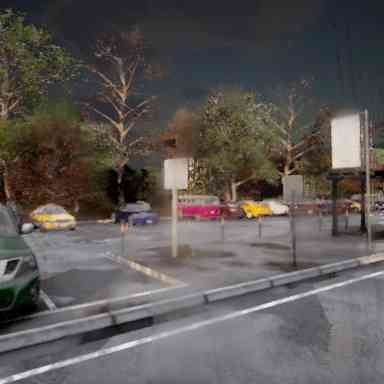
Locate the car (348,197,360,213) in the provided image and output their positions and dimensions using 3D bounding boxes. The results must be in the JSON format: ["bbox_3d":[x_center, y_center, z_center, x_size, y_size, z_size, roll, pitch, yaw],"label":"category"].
[{"bbox_3d":[16.139,1.582,38.265,2.163,1.488,4.792,0,0,-36],"label":"car"}]

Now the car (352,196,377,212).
[{"bbox_3d":[18.522,1.556,39.703,1.946,1.575,5.366,0,0,-36],"label":"car"}]

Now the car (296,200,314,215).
[{"bbox_3d":[9.365,1.409,33.425,2.185,1.767,4.553,0,0,-36],"label":"car"}]

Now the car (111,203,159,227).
[{"bbox_3d":[-4.148,1.534,23.691,2.163,1.488,4.792,0,0,-36],"label":"car"}]

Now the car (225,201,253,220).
[{"bbox_3d":[2.610,1.559,28.554,2.002,1.452,4.674,0,0,-36],"label":"car"}]

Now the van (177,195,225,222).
[{"bbox_3d":[0.283,1.288,27.038,1.878,1.987,4.442,0,0,-36],"label":"van"}]

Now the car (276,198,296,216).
[{"bbox_3d":[7.127,1.569,31.784,2.002,1.452,4.674,0,0,-36],"label":"car"}]

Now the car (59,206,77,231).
[{"bbox_3d":[-8.573,1.492,20.335,1.946,1.575,5.366,0,0,-36],"label":"car"}]

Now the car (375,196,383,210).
[{"bbox_3d":[20.656,1.595,41.493,2.163,1.488,4.792,0,0,-36],"label":"car"}]

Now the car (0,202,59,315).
[{"bbox_3d":[-4.866,1.235,7.101,2.435,2.045,5.566,0,0,-36],"label":"car"}]

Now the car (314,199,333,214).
[{"bbox_3d":[11.638,1.540,35.019,2.097,1.535,5.008,0,0,-36],"label":"car"}]

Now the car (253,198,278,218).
[{"bbox_3d":[4.871,1.523,30.167,2.097,1.535,5.008,0,0,-36],"label":"car"}]

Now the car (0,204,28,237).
[{"bbox_3d":[-10.956,1.520,18.896,2.163,1.488,4.792,0,0,-36],"label":"car"}]

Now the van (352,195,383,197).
[{"bbox_3d":[22.998,1.347,42.987,1.878,1.987,4.442,0,0,-36],"label":"van"}]

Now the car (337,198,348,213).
[{"bbox_3d":[13.903,1.547,36.623,2.231,1.521,4.892,0,0,-36],"label":"car"}]
